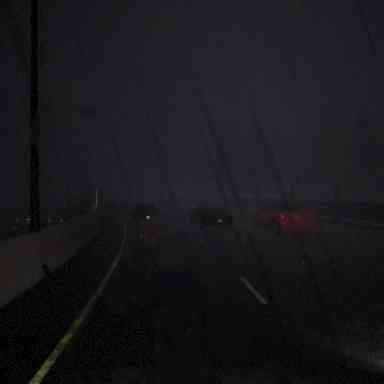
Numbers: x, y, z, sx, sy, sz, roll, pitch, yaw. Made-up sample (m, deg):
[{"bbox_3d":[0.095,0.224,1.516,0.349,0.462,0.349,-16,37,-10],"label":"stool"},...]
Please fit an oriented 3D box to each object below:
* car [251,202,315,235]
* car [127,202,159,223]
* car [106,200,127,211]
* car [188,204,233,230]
[{"bbox_3d":[5.025,1.342,19.034,2.097,1.767,4.553,0,0,-10],"label":"car"},{"bbox_3d":[-3.729,1.521,25.896,1.837,1.490,4.892,0,0,-15],"label":"car"},{"bbox_3d":[-9.522,1.635,41.848,1.895,1.301,4.718,0,0,-24],"label":"car"},{"bbox_3d":[1.058,1.479,21.105,1.882,1.535,5.008,0,0,-12],"label":"car"}]
